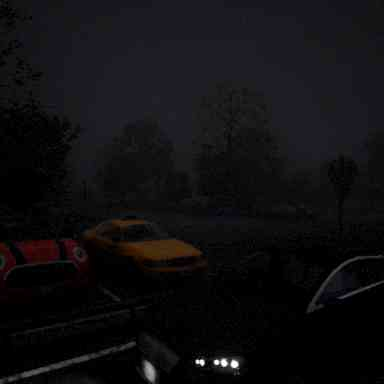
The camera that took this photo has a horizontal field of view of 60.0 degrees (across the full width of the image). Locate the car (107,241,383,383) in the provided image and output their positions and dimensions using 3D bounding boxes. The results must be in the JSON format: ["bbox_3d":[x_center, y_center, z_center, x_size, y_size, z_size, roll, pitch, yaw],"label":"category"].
[{"bbox_3d":[1.587,1.523,4.689,4.902,1.511,2.128,1,0,-35],"label":"car"}]

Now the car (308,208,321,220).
[{"bbox_3d":[10.960,1.917,34.382,2.185,1.767,4.553,2,-1,-36],"label":"car"}]

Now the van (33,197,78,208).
[{"bbox_3d":[-8.391,1.294,20.252,1.878,1.987,4.442,1,0,-36],"label":"van"}]

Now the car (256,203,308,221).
[{"bbox_3d":[8.413,1.996,32.487,2.002,1.452,4.674,2,-1,-36],"label":"car"}]

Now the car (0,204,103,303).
[{"bbox_3d":[-4.190,1.355,8.337,2.185,1.767,4.553,1,0,-36],"label":"car"}]

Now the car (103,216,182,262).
[{"bbox_3d":[-1.699,1.509,9.869,1.946,1.575,5.366,1,0,-36],"label":"car"}]
